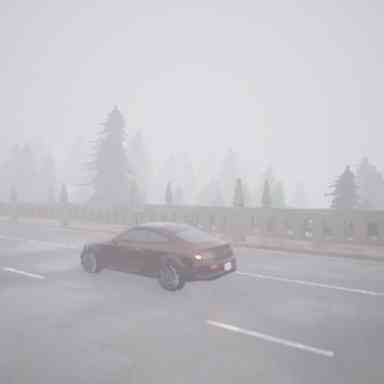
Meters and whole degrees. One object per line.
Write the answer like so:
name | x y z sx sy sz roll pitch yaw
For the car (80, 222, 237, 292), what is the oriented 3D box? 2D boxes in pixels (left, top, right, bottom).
car | -1.041 1.557 9.037 4.674 1.442 1.812 0 0 36
